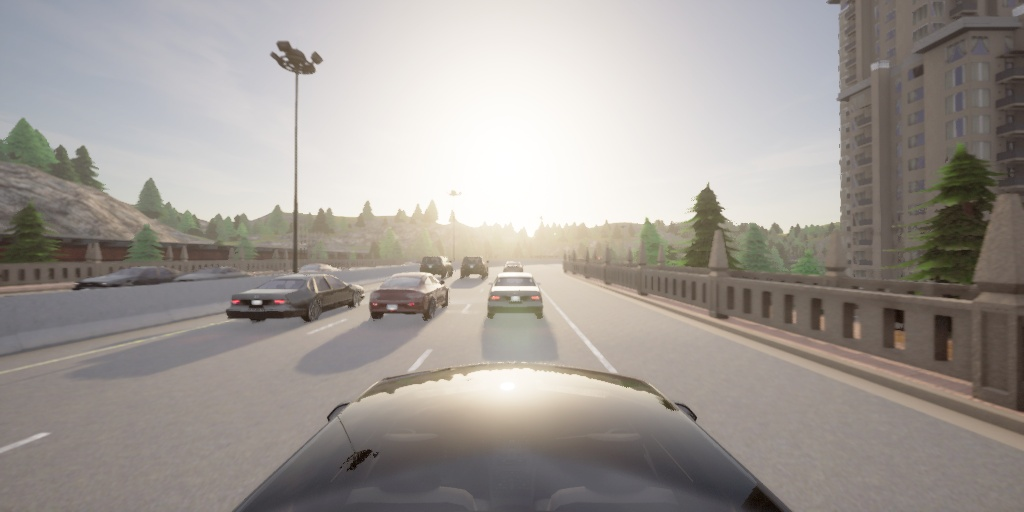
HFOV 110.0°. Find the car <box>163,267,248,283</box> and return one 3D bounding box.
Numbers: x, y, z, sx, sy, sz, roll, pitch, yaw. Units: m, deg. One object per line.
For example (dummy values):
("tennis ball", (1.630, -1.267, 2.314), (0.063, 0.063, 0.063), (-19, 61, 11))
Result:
("car", (-17.585, 1.332, 21.301), (1.994, 1.385, 4.181), (0, 0, 0))

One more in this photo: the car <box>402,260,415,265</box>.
("car", (-16.957, 1.373, 62.041), (2.033, 1.411, 5.357), (0, 0, 16))

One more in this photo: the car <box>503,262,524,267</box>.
("car", (0.166, 1.268, 33.721), (2.128, 1.511, 4.902), (0, 0, 1))

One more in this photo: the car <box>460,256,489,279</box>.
("car", (-3.362, 0.999, 33.037), (2.150, 2.045, 5.566), (0, 0, 1))

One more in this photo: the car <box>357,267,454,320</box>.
("car", (-3.414, 1.285, 12.509), (1.812, 1.442, 4.674), (0, 0, 0))

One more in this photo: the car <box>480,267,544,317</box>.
("car", (0.099, 1.307, 13.101), (2.033, 1.411, 5.357), (0, 0, 0))

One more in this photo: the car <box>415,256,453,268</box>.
("car", (-6.862, 0.999, 33.020), (2.150, 2.045, 5.566), (0, 0, 1))

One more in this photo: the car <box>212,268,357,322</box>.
("car", (-6.901, 1.307, 12.207), (2.033, 1.411, 5.357), (0, 0, 0))

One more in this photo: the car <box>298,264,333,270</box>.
("car", (-14.076, 1.297, 25.485), (1.812, 1.442, 4.674), (0, 0, 0))

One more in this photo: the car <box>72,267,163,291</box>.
("car", (-21.098, 1.315, 20.479), (2.033, 1.411, 5.357), (0, 0, 0))
